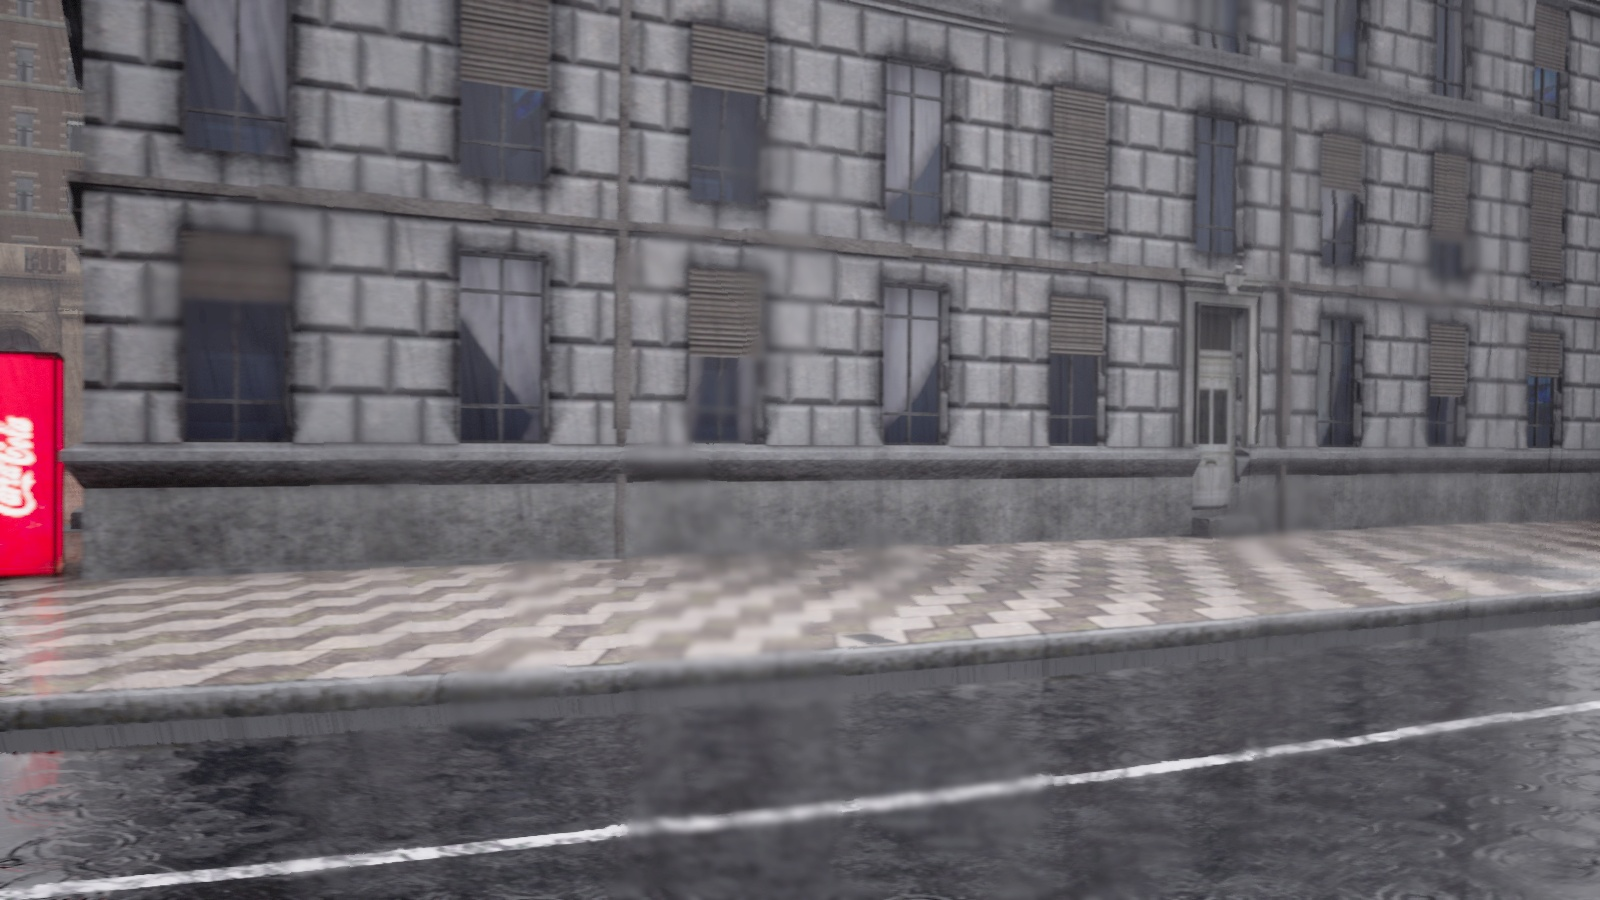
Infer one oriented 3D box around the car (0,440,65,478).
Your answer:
[{"bbox_3d":[-32.652,0.383,50.942,4.792,1.488,2.163,-1,1,-27],"label":"car"}]
